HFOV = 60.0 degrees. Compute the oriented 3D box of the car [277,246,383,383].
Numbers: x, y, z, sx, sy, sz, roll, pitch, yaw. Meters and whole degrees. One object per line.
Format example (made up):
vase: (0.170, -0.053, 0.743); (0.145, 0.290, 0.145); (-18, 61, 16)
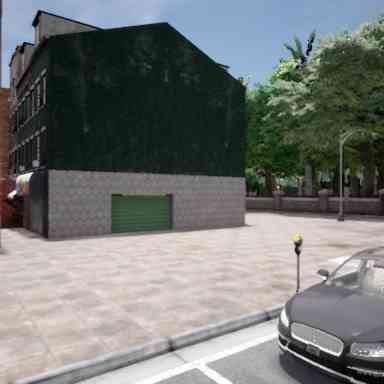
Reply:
car: (3.162, 1.580, 5.068); (4.403, 1.369, 2.008); (0, 0, -36)
